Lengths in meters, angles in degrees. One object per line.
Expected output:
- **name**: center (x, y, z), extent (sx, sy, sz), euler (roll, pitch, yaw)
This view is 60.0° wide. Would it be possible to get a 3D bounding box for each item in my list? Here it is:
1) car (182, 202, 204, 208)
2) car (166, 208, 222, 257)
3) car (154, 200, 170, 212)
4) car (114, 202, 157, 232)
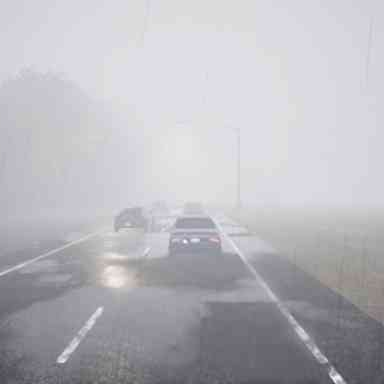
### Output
- **car**: center (0.106, 1.578, 29.669), extent (2.033, 1.411, 5.357), euler (0, 0, 0)
- **car**: center (0.101, 1.563, 12.909), extent (2.033, 1.411, 5.357), euler (0, 0, 0)
- **car**: center (-3.395, 1.561, 35.959), extent (1.812, 1.442, 4.674), euler (0, 0, 0)
- **car**: center (-3.399, 1.548, 19.960), extent (1.812, 1.442, 4.674), euler (0, 0, 0)
